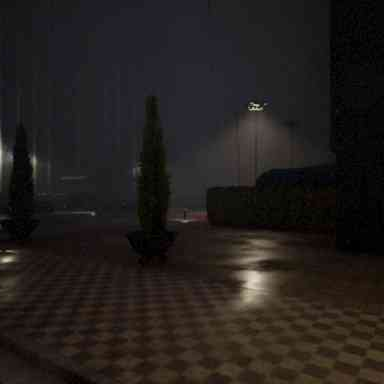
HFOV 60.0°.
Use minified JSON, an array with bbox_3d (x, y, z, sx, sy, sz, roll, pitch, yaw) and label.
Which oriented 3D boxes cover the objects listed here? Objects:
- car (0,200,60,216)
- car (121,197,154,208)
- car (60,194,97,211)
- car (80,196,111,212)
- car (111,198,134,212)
[{"bbox_3d":[-15.825,1.505,32.329,1.837,1.490,4.892,0,0,35],"label":"car"},{"bbox_3d":[-8.046,1.492,49.614,2.128,1.511,4.902,0,0,35],"label":"car"},{"bbox_3d":[-14.038,1.221,41.032,2.150,2.045,5.566,0,0,35],"label":"car"},{"bbox_3d":[-10.494,1.505,39.990,1.837,1.490,4.892,0,0,35],"label":"car"},{"bbox_3d":[-6.586,1.491,39.131,2.128,1.511,4.902,0,0,35],"label":"car"}]
